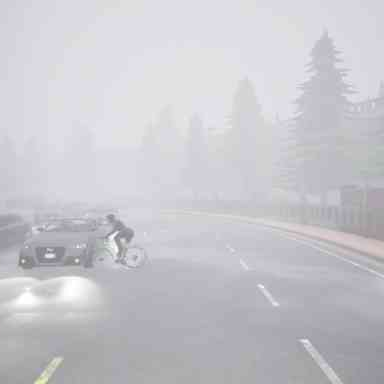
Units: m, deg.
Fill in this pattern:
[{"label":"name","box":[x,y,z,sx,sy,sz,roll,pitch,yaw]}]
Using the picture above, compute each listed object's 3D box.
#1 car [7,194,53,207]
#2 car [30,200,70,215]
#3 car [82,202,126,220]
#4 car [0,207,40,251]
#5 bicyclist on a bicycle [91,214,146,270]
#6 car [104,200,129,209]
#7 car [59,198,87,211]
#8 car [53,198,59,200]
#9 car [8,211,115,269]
[{"label":"car","box":[-20.911,1.221,42.319,5.566,2.045,2.150,0,0,22]},{"label":"car","box":[-10.352,1.564,24.135,1.994,1.385,4.181,0,0,-28]},{"label":"car","box":[-5.619,1.564,20.824,1.994,1.385,4.181,0,0,-20]},{"label":"car","box":[-7.545,1.506,12.209,1.837,1.490,4.892,0,0,-5]},{"label":"bicyclist on a bicycle","box":[-2.160,1.455,9.634,1.656,1.620,0.582,-2,0,-1]},{"label":"car","box":[-9.637,1.601,39.239,4.718,1.301,1.895,0,0,41]},{"label":"car","box":[-10.103,1.505,29.650,1.837,1.490,4.892,0,0,-35]},{"label":"car","box":[-18.035,1.526,44.855,4.674,1.442,1.812,0,0,23]},{"label":"car","box":[-4.014,1.564,11.057,1.994,1.385,4.181,0,0,-4]}]
